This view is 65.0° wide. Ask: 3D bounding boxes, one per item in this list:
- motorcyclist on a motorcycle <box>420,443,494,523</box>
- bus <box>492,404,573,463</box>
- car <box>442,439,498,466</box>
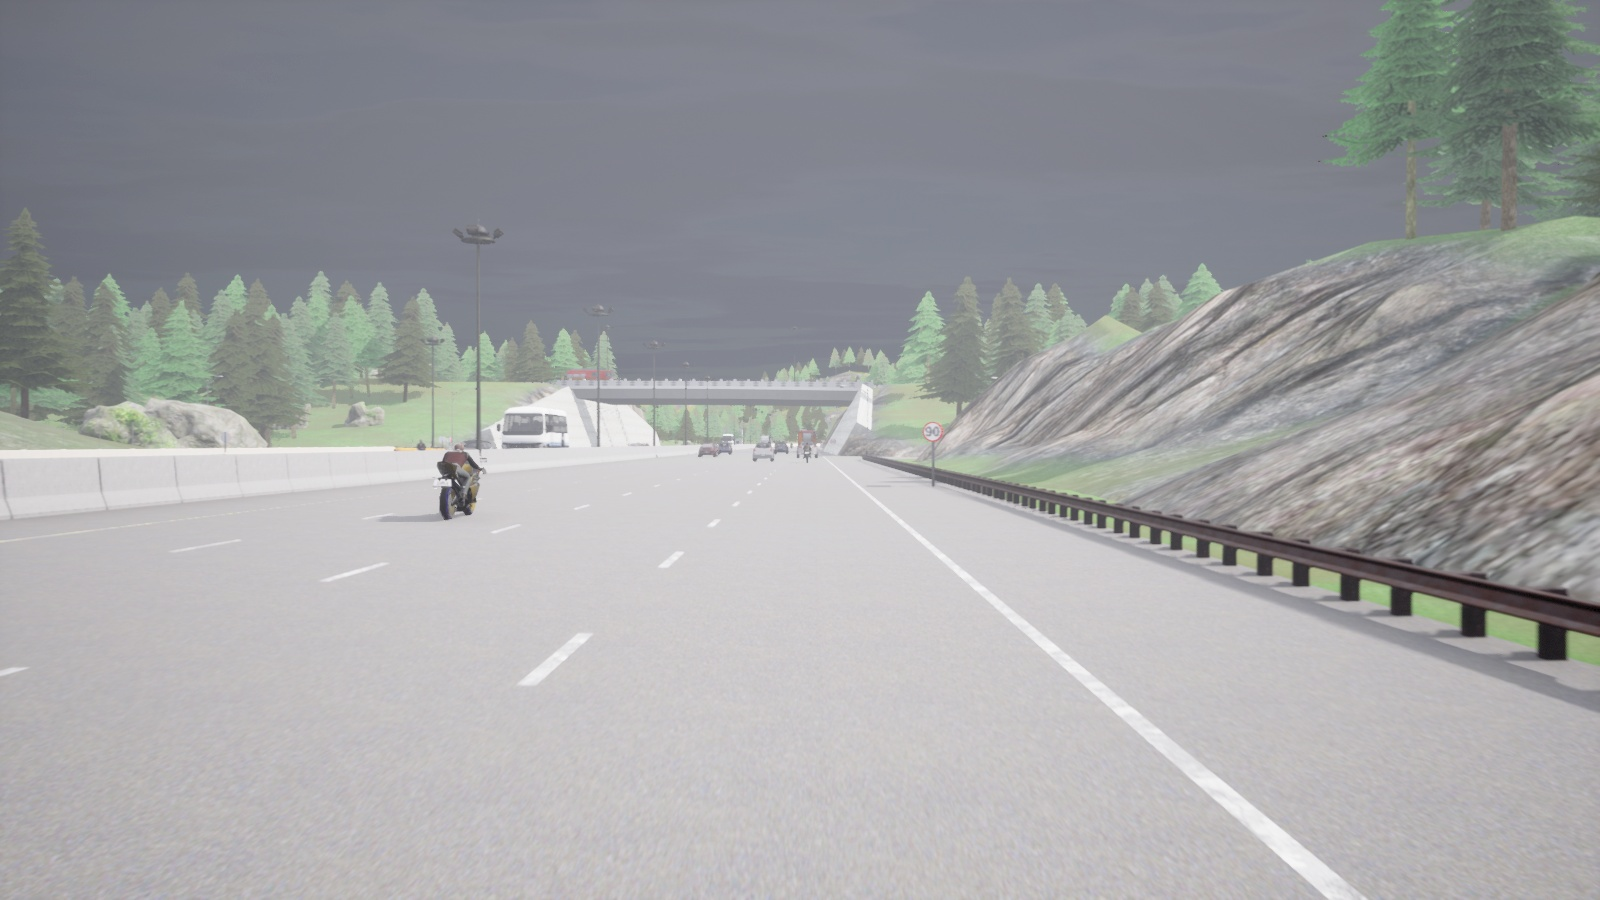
[{"bbox_3d":[-6.843,0.634,25.154,0.866,1.530,2.191,0,0,0],"label":"motorcyclist on a motorcycle"},{"bbox_3d":[-20.438,-1.191,96.654,3.944,4.253,10.273,0,0,0],"label":"bus"},{"bbox_3d":[-20.542,0.132,78.332,2.242,1.667,4.611,0,0,0],"label":"car"}]
